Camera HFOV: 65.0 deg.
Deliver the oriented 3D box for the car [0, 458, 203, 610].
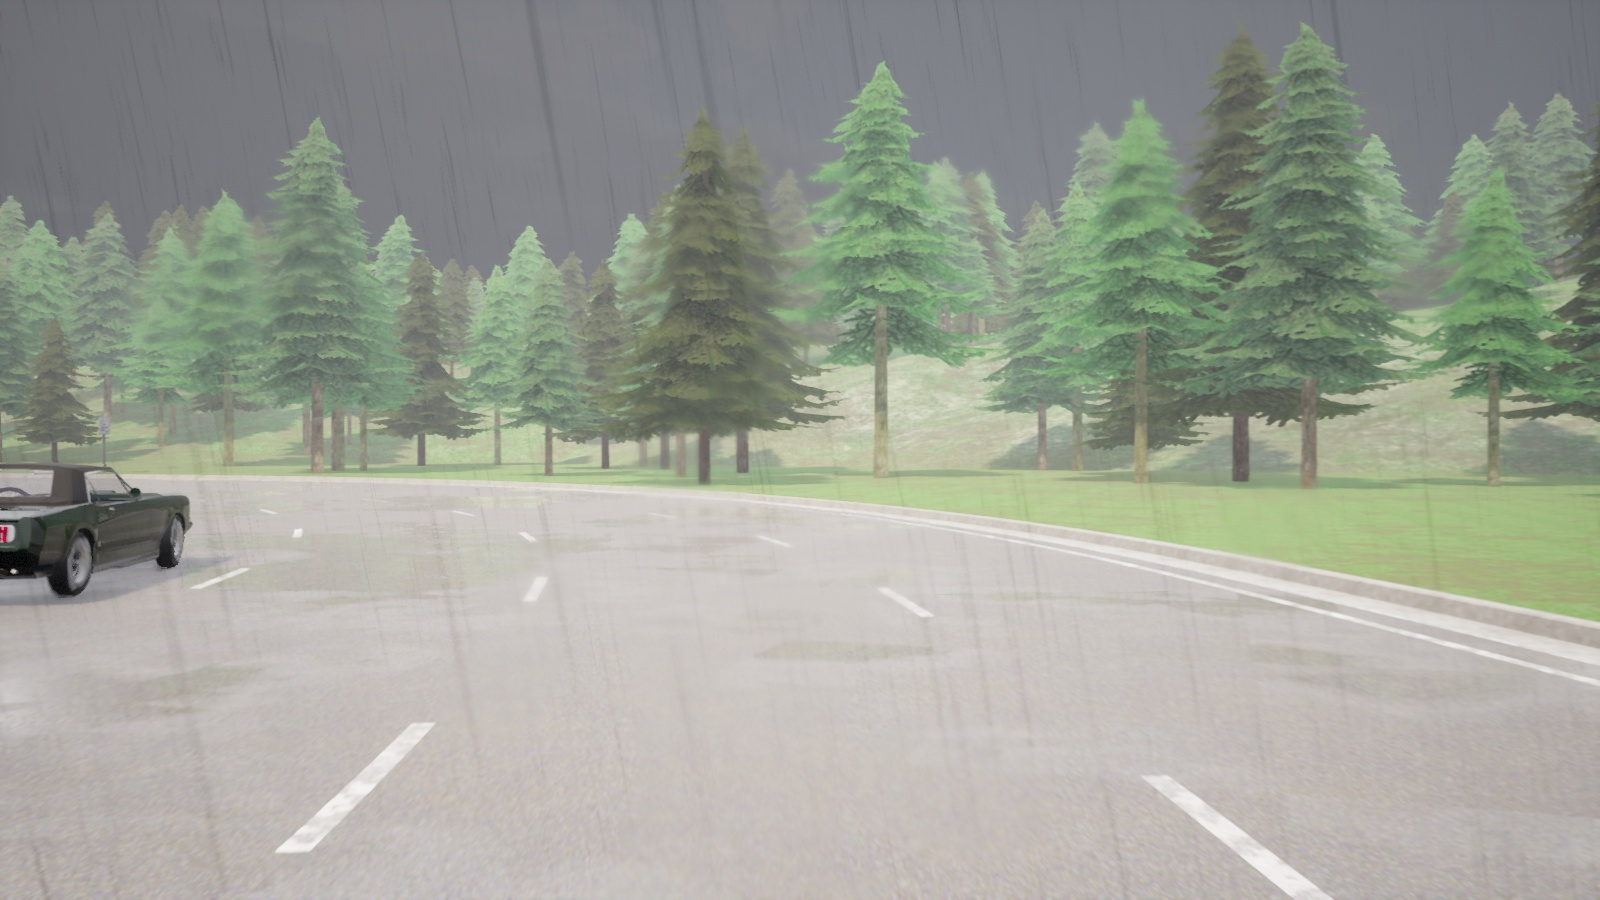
[{"bbox_3d":[-8.135,0.770,13.447,1.895,1.301,4.718,0,0,-9],"label":"car"}]
